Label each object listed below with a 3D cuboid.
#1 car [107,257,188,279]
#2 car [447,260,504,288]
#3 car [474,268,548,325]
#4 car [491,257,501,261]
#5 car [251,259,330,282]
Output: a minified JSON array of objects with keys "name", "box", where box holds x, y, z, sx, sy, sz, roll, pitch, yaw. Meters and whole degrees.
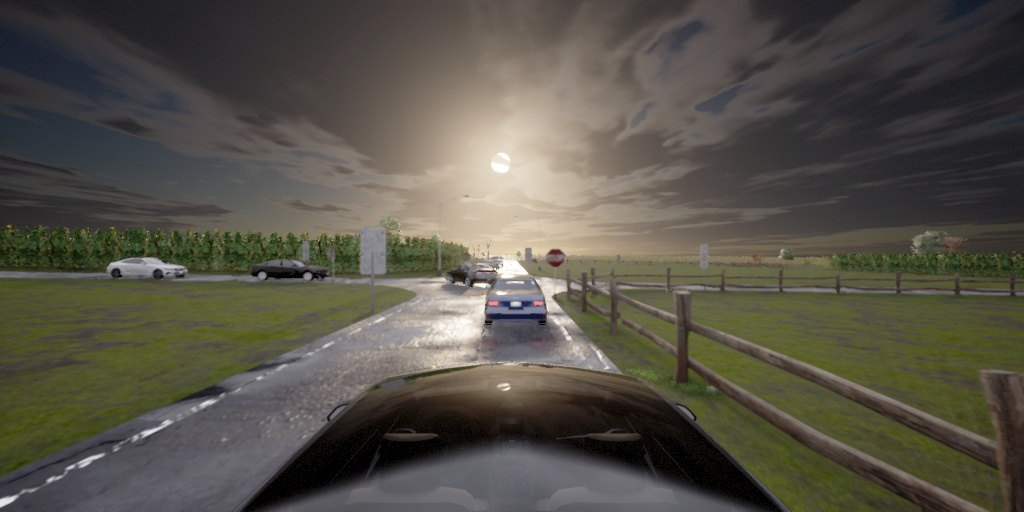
[{"name":"car","box":[-25.726,0.832,25.356,4.674,1.442,1.812,1,-1,0]},{"name":"car","box":[-2.715,1.210,23.722,2.128,1.511,4.902,1,0,-33]},{"name":"car","box":[0.100,1.298,11.847,2.033,1.411,5.357,0,0,0]},{"name":"car","box":[-2.848,1.244,42.871,2.128,1.511,4.902,0,0,1]},{"name":"car","box":[-15.604,0.964,25.419,5.008,1.535,1.882,1,-1,-1]}]
